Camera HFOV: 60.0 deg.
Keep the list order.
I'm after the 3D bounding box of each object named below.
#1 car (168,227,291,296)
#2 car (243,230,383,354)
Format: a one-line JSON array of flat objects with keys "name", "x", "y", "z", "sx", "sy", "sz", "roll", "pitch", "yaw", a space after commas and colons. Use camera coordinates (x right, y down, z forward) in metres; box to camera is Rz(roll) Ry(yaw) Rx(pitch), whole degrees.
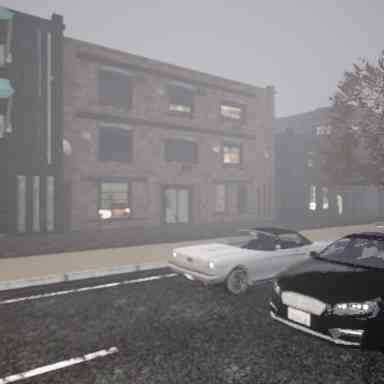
[{"name": "car", "x": 1.745, "y": 1.655, "z": 8.925, "sx": 4.718, "sy": 1.301, "sz": 1.895, "roll": 1, "pitch": 0, "yaw": -36}, {"name": "car", "x": 3.533, "y": 1.545, "z": 6.208, "sx": 4.902, "sy": 1.511, "sz": 2.128, "roll": 1, "pitch": 0, "yaw": -36}]
